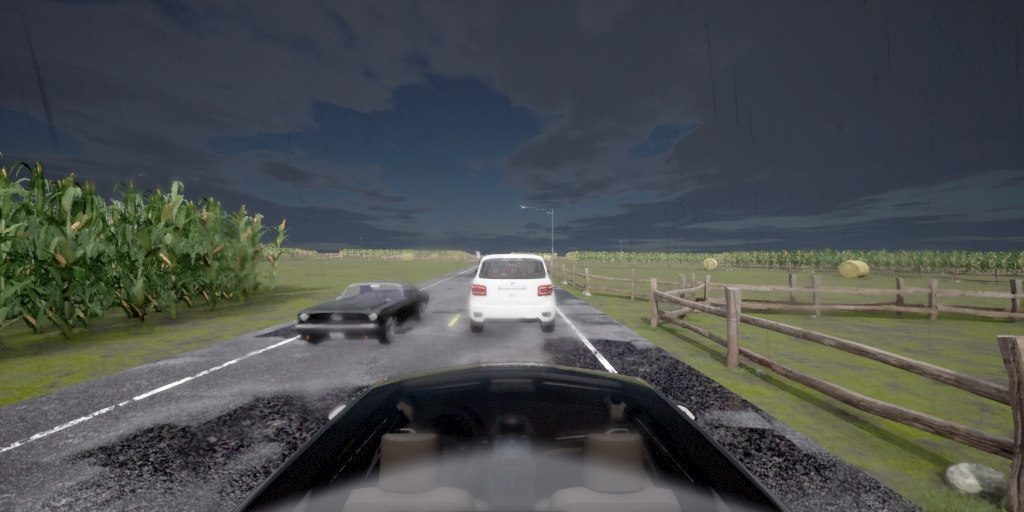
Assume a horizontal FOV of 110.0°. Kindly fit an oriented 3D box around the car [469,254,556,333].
[{"bbox_3d":[0.016,0.972,10.909,2.150,2.045,5.566,0,0,0],"label":"car"}]

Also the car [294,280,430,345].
[{"bbox_3d":[-3.635,1.351,9.637,1.895,1.301,4.718,0,0,0],"label":"car"}]

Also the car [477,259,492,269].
[{"bbox_3d":[-4.374,1.199,58.062,2.128,1.511,4.902,0,0,-1],"label":"car"}]
